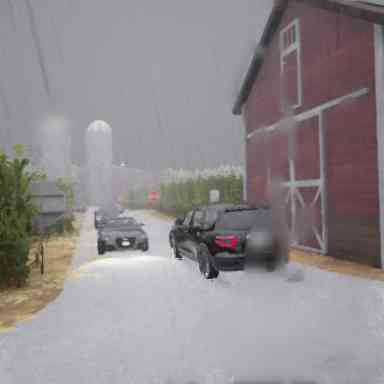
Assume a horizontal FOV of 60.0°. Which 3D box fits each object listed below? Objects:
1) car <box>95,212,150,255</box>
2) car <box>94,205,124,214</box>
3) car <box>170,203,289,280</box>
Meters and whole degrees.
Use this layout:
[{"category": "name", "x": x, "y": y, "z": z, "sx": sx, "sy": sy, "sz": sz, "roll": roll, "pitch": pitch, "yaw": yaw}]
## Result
[{"category": "car", "x": -3.143, "y": 1.850, "z": 14.805, "sx": 1.994, "sy": 1.385, "sz": 4.181, "roll": -1, "pitch": -1, "yaw": -17}, {"category": "car", "x": -6.291, "y": 1.788, "z": 25.221, "sx": 2.097, "sy": 1.767, "sz": 4.553, "roll": -1, "pitch": 0, "yaw": -17}, {"category": "car", "x": 0.861, "y": 1.394, "z": 10.762, "sx": 2.150, "sy": 2.045, "sz": 5.566, "roll": -3, "pitch": 0, "yaw": -18}]
